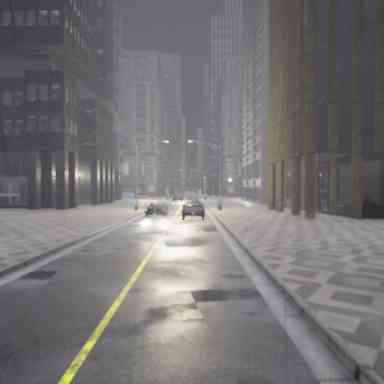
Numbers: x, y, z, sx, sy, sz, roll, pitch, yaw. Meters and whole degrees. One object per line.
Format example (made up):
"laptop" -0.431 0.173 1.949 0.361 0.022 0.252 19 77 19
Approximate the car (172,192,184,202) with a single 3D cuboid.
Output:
"car" -2.983 1.044 70.761 2.150 2.045 5.566 0 0 0

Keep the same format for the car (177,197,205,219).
"car" 0.105 1.426 27.870 2.128 1.511 4.902 0 0 0

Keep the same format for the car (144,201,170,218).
"car" -3.089 1.533 29.882 1.895 1.301 4.718 0 0 0

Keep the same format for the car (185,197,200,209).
"car" 0.081 1.415 45.114 1.837 1.490 4.892 0 1 0
